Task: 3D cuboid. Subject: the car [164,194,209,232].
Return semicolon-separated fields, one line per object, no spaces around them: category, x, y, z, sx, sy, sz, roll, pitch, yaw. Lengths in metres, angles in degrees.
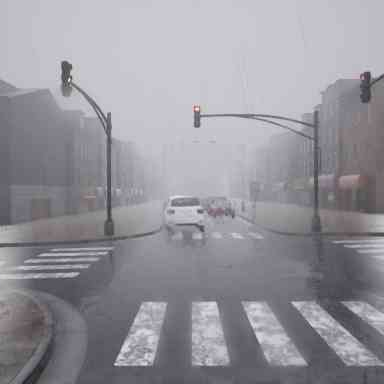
car;-0.510;1.235;20.532;2.150;2.045;5.566;-1;0;-4

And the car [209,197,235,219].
car;2.678;1.472;29.691;1.967;1.590;4.097;-1;0;0

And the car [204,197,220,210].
car;2.704;1.513;45.898;1.967;1.590;4.097;-1;0;0

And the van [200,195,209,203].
van;2.747;1.511;72.911;1.690;1.788;3.998;-1;0;0

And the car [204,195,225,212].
car;2.694;1.373;40.496;2.192;1.841;5.009;-1;0;0

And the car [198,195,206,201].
car;2.784;1.710;94.520;1.967;1.590;4.097;-1;0;0

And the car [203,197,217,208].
car;2.713;1.530;51.301;1.967;1.590;4.097;-1;0;0

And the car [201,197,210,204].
car;2.741;1.674;67.677;1.752;1.417;4.829;-1;0;0

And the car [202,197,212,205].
car;2.732;1.653;62.275;1.752;1.417;4.829;-1;0;0

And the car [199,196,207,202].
car;2.768;1.799;83.714;1.802;1.307;4.206;-1;0;0

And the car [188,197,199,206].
car;0.196;1.620;58.752;1.837;1.490;4.892;0;0;0
